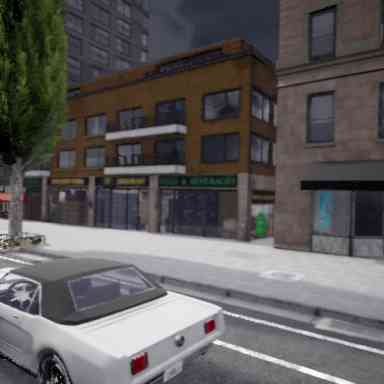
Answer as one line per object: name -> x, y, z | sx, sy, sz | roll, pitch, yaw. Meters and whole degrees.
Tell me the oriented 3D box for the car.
car -> -1.980, 1.676, 4.995 | 4.718, 1.301, 1.895 | 0, -1, 37
